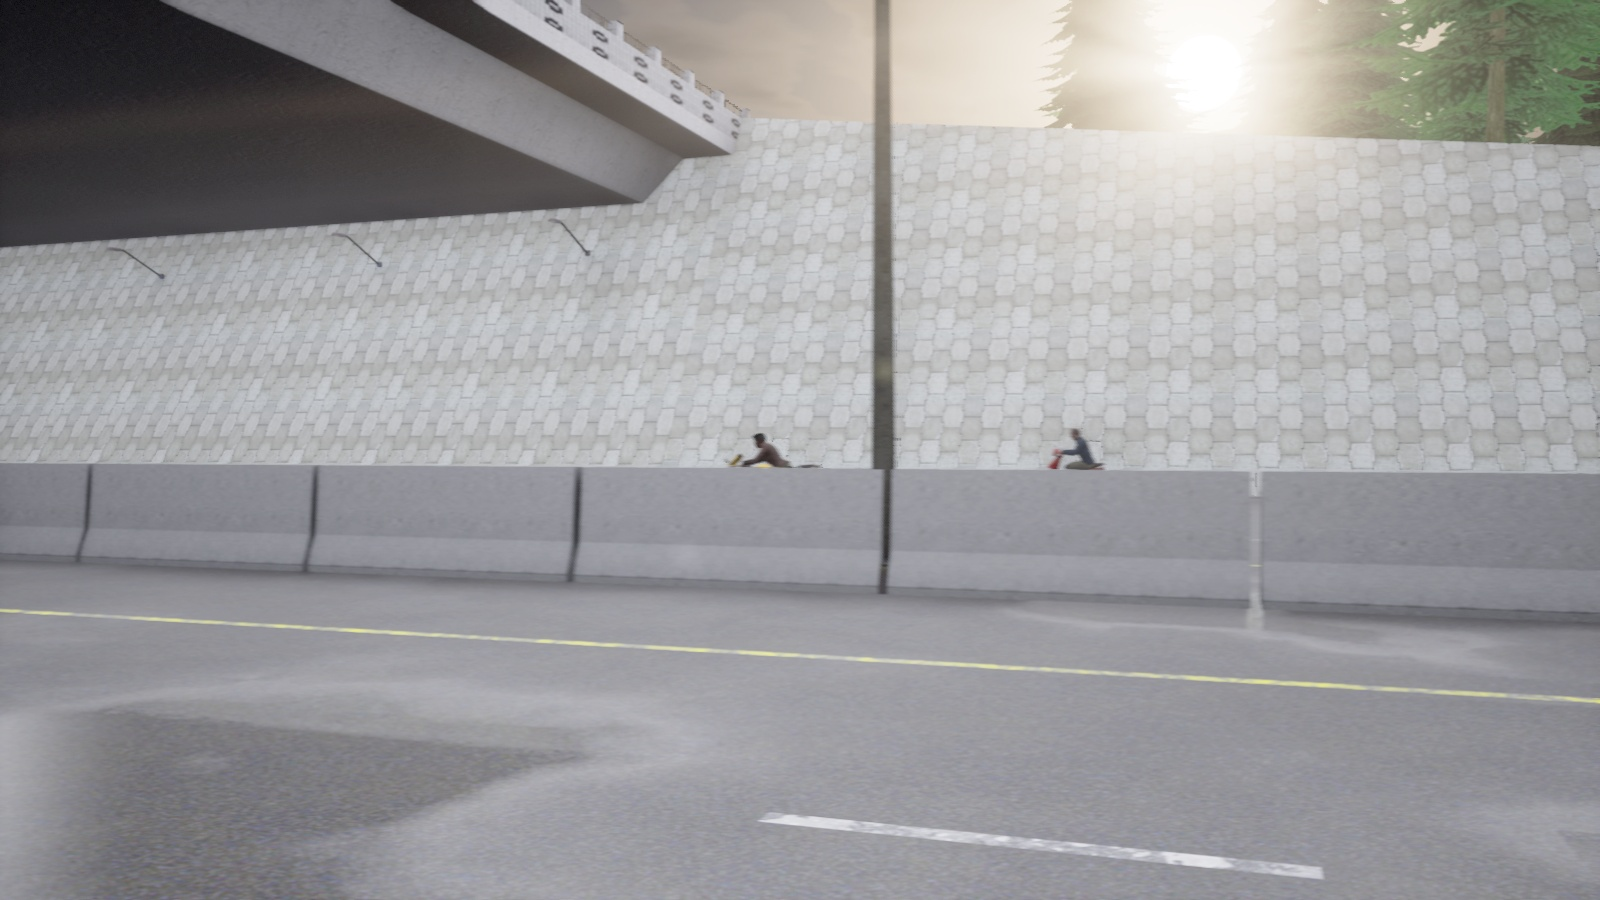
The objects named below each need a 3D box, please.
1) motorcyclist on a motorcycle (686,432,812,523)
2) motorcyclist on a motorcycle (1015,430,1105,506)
[{"bbox_3d":[-0.888,0.454,21.954,2.044,1.523,0.797,0,1,19],"label":"motorcyclist on a motorcycle"},{"bbox_3d":[5.622,0.366,27.148,1.817,1.590,0.866,0,1,19],"label":"motorcyclist on a motorcycle"}]
